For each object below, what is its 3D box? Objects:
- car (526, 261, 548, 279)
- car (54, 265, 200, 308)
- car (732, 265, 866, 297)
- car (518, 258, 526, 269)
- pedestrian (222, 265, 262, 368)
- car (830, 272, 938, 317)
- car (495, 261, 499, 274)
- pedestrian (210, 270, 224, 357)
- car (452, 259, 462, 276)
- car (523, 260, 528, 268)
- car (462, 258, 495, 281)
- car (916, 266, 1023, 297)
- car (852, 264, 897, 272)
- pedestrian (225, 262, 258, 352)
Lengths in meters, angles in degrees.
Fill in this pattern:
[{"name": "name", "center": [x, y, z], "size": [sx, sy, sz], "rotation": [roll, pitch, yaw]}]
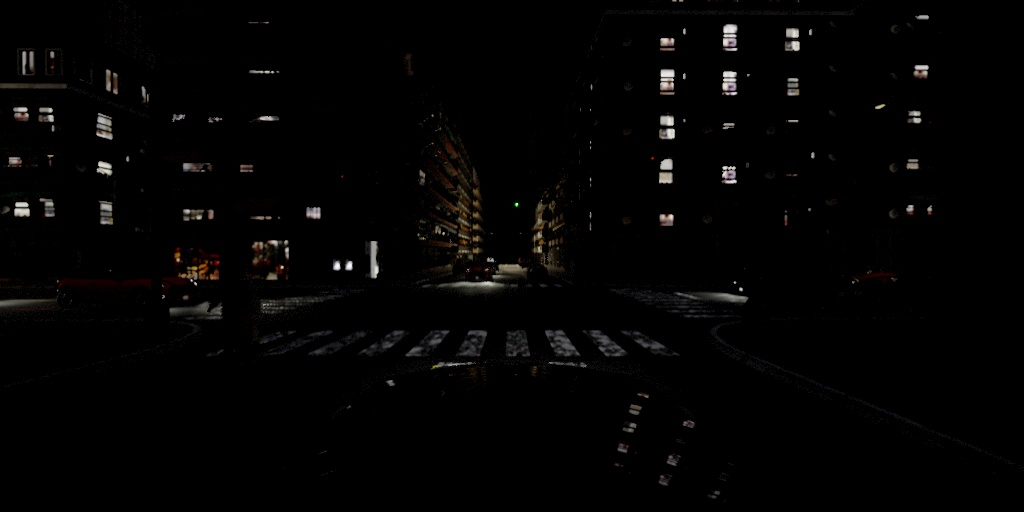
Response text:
[{"name": "car", "center": [2.540, 1.463, 34.400], "size": [1.802, 1.307, 4.207], "rotation": [0, 0, 0]}, {"name": "car", "center": [-16.089, 1.188, 15.227], "size": [4.553, 1.767, 2.097], "rotation": [0, 1, 0]}, {"name": "car", "center": [14.469, 1.331, 18.516], "size": [5.357, 1.411, 2.033], "rotation": [0, 1, -1]}, {"name": "car", "center": [2.518, 1.533, 62.096], "size": [1.888, 1.381, 4.507], "rotation": [0, 0, 0]}, {"name": "pedestrian", "center": [-4.835, 1.063, 6.485], "size": [0.375, 1.860, 0.375], "rotation": [-1, 1, 0]}, {"name": "car", "center": [14.720, 1.398, 13.108], "size": [4.313, 1.339, 1.948], "rotation": [0, 0, -1]}, {"name": "car", "center": [-2.874, 1.415, 42.093], "size": [1.837, 1.490, 4.892], "rotation": [0, 0, 0]}, {"name": "pedestrian", "center": [-5.506, 1.066, 7.009], "size": [0.375, 1.860, 0.375], "rotation": [-1, 1, 0]}, {"name": "car", "center": [-5.345, 1.217, 39.993], "size": [2.192, 1.841, 5.009], "rotation": [0, 0, 0]}, {"name": "car", "center": [2.535, 1.453, 39.939], "size": [2.007, 1.370, 4.403], "rotation": [0, 0, 0]}, {"name": "car", "center": [-2.868, 1.222, 31.706], "size": [2.097, 1.767, 4.553], "rotation": [0, 0, 0]}, {"name": "car", "center": [24.336, 1.299, 18.621], "size": [4.674, 1.442, 1.812], "rotation": [0, 1, -1]}, {"name": "car", "center": [20.229, 1.195, 21.043], "size": [4.097, 1.591, 1.967], "rotation": [0, 0, -1]}, {"name": "pedestrian", "center": [-5.790, 1.071, 7.681], "size": [0.375, 1.860, 0.375], "rotation": [-1, 1, 0]}]
